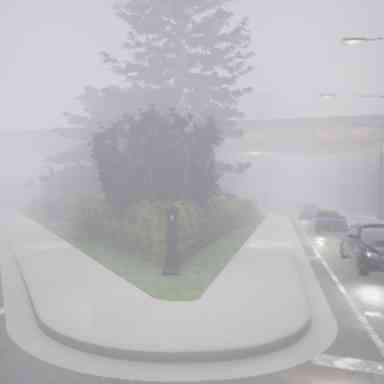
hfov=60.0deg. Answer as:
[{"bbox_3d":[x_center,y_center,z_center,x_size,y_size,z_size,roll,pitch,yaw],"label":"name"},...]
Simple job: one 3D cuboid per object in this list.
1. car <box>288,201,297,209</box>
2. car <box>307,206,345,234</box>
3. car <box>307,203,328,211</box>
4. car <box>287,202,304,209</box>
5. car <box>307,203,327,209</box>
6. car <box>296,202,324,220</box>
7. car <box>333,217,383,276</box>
[{"bbox_3d":[21.313,2.932,68.554,2.038,1.542,4.974,0,-1,39],"label":"car"},{"bbox_3d":[9.362,2.012,23.086,1.882,1.535,5.008,1,-1,15],"label":"car"},{"bbox_3d":[25.257,2.968,67.194,2.038,1.542,4.974,1,-1,-5],"label":"car"},{"bbox_3d":[21.348,2.776,68.597,1.853,1.218,4.536,0,-1,39],"label":"car"},{"bbox_3d":[25.254,2.811,67.249,1.853,1.218,4.536,1,-1,-5],"label":"car"},{"bbox_3d":[13.316,2.192,37.757,2.097,1.767,4.553,1,-1,15],"label":"car"},{"bbox_3d":[6.266,1.815,11.284,1.812,1.442,4.674,1,-1,14],"label":"car"}]
